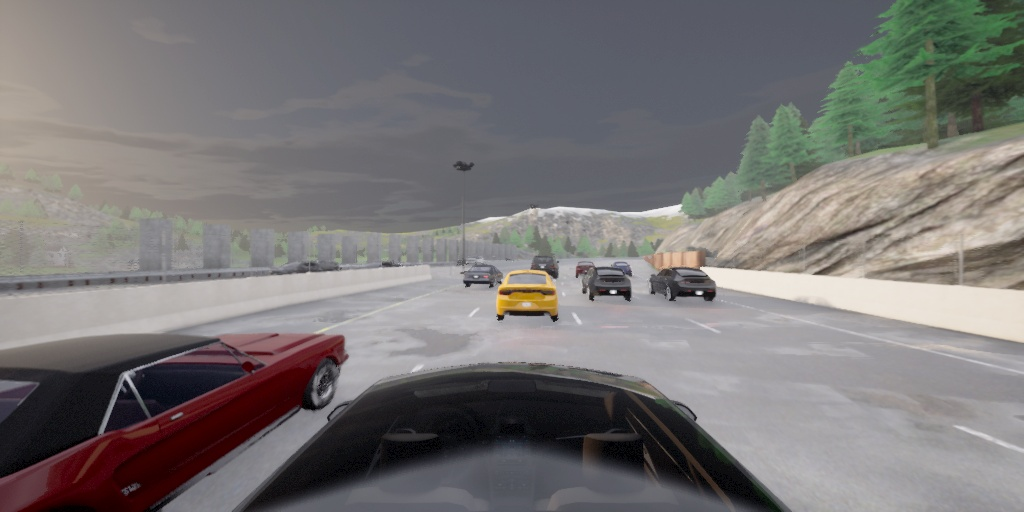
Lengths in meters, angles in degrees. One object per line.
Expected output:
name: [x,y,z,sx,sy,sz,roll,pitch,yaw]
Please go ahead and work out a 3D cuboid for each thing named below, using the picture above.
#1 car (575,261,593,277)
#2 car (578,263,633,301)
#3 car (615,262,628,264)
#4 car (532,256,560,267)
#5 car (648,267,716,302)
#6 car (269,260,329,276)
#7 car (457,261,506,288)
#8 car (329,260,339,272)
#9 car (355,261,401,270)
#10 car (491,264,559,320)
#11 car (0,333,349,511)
car: [7.319,1.244,35.511,1.882,1.535,5.008,0,0,12]
car: [4.511,1.265,17.555,1.837,1.490,4.892,0,0,6]
car: [11.286,1.302,37.269,1.812,1.442,4.674,0,0,13]
car: [2.929,0.978,31.430,2.150,2.045,5.566,0,0,10]
car: [7.997,1.274,17.259,1.837,1.490,4.892,0,0,6]
car: [-18.612,1.211,31.142,1.837,1.490,4.892,0,-1,9]
car: [-1.819,1.292,23.914,2.033,1.411,5.357,0,0,8]
car: [-20.789,1.190,38.629,2.128,1.511,4.902,0,0,11]
car: [-11.609,1.228,30.603,1.837,1.490,4.892,0,-1,10]
car: [0.581,1.229,12.667,1.882,1.535,5.008,0,0,4]
car: [-3.339,1.343,3.146,1.895,1.301,4.718,0,0,1]
